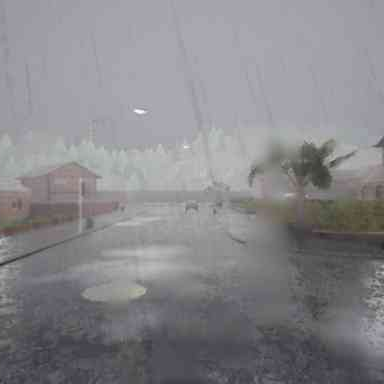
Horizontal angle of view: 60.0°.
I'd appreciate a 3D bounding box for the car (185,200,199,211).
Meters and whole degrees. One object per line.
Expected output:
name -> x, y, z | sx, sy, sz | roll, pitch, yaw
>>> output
car -> -0.017, 1.995, 49.413 | 1.837, 1.490, 4.892 | 0, 0, 0
